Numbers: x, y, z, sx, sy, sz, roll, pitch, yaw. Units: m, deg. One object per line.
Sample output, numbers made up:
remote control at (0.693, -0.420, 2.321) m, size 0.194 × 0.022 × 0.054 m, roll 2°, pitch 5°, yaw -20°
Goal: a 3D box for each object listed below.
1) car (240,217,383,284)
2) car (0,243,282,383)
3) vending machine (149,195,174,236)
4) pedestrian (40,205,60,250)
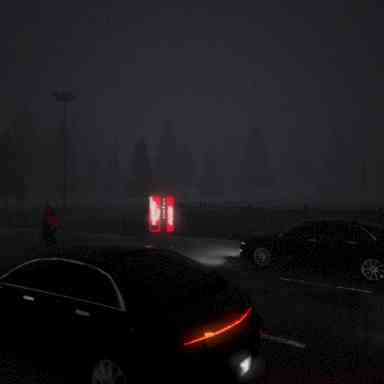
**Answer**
car at (3.762, 1.504, 9.619) m, size 4.892 × 1.490 × 1.837 m, roll 0°, pitch 0°, yaw 34°
car at (-1.463, 1.506, 4.739) m, size 4.892 × 1.490 × 1.837 m, roll 0°, pitch 0°, yaw 33°
vending machine at (-1.610, 1.195, 17.772) m, size 0.880 × 2.100 × 1.100 m, roll 0°, pitch 0°, yaw 29°
pedestrian at (-5.502, 1.294, 12.866) m, size 0.375 × 1.860 × 0.375 m, roll 0°, pitch 0°, yaw 28°
